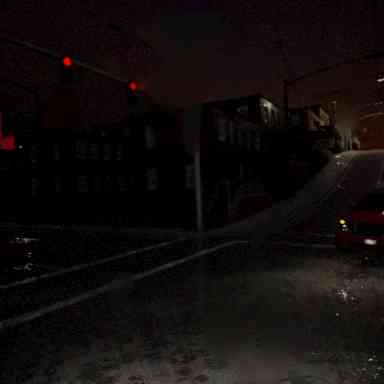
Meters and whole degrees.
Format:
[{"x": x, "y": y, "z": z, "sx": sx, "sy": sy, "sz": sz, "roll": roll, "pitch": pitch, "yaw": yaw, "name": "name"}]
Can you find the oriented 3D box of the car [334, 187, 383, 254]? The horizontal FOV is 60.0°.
[{"x": 6.824, "y": 0.903, "z": 11.198, "sx": 2.150, "sy": 2.045, "sz": 5.566, "roll": 1, "pitch": 3, "yaw": 44, "name": "car"}]
